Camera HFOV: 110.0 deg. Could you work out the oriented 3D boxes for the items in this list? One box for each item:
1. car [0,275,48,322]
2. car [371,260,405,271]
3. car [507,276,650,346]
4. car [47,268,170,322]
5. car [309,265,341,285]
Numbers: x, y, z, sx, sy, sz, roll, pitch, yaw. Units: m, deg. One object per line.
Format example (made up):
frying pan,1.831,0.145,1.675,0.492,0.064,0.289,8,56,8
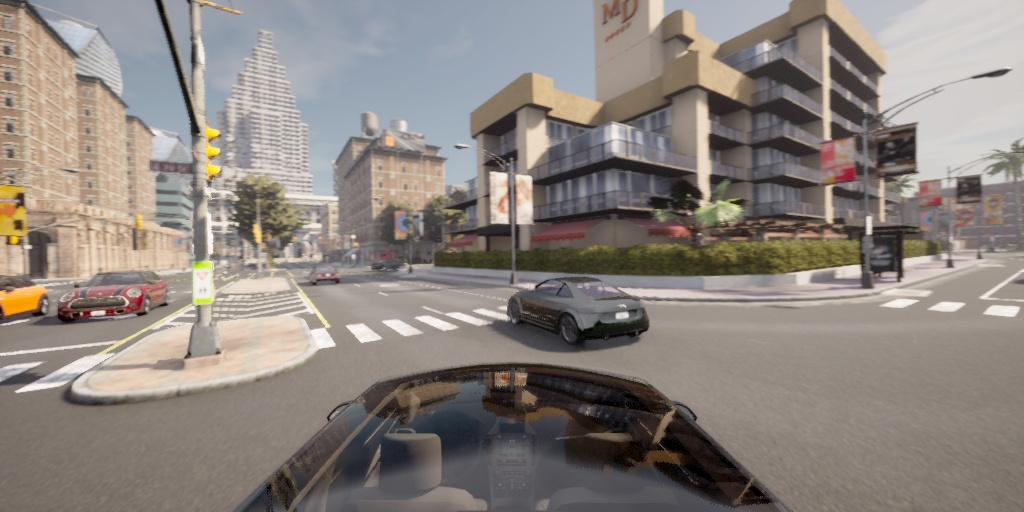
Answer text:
car,-18.216,1.462,12.099,2.097,1.767,4.553,-2,1,-33
car,-16.810,1.291,48.951,1.837,1.490,4.892,-3,0,30
car,1.459,1.218,9.313,1.994,1.385,4.181,-1,0,-25
car,-15.331,1.377,14.085,2.097,1.767,4.553,-2,1,-33
car,-14.620,1.445,27.929,2.033,1.411,5.357,-2,1,-33
